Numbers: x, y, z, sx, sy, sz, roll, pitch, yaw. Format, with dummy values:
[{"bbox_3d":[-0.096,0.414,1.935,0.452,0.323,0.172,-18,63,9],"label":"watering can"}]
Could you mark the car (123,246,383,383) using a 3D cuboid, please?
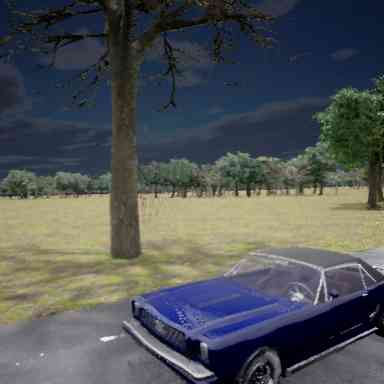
[{"bbox_3d":[1.440,1.599,5.021,4.718,1.301,1.895,0,0,-36],"label":"car"}]
